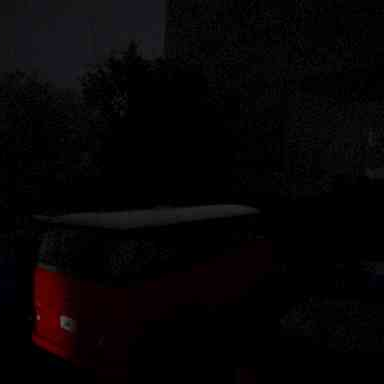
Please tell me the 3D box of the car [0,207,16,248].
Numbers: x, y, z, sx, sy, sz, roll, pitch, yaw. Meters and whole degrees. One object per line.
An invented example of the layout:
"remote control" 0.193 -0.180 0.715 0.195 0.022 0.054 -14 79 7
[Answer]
"car" -9.286 1.384 11.938 2.163 1.488 4.792 1 0 35

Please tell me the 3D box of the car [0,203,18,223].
"car" -4.771 1.278 8.645 2.185 1.767 4.553 1 0 35

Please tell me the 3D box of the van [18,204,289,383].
"van" -0.135 1.226 5.521 1.878 1.987 4.442 1 0 35

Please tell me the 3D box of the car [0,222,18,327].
"car" -2.465 1.457 7.073 2.163 1.488 4.792 1 0 36
